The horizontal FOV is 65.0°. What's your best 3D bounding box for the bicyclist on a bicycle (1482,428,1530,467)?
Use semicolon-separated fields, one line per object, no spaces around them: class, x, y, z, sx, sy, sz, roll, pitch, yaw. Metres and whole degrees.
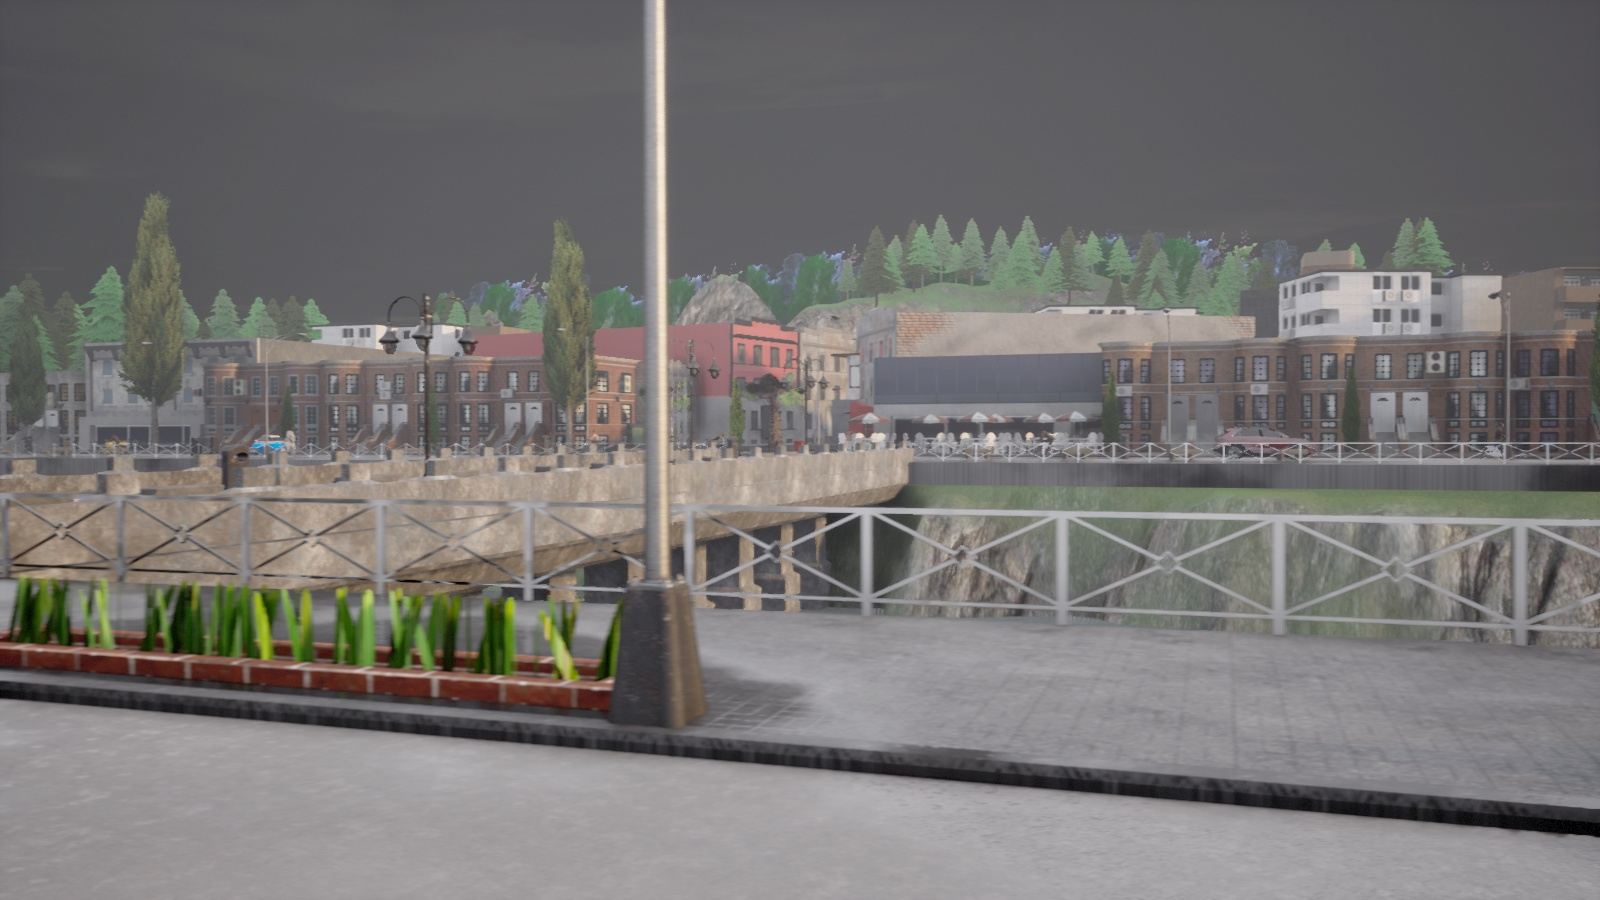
bicyclist on a bicycle;32.518;-0.107;57.862;1.843;1.776;0.659;0;1;19

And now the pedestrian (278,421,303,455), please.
pedestrian;-28.380;-0.686;69.934;0.900;1.855;0.874;0;1;17

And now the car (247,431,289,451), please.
car;-36.057;-0.618;85.132;2.207;1.376;1.481;1;1;19

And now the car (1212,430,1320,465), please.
car;22.649;-0.138;61.179;4.856;1.649;2.033;1;1;19
